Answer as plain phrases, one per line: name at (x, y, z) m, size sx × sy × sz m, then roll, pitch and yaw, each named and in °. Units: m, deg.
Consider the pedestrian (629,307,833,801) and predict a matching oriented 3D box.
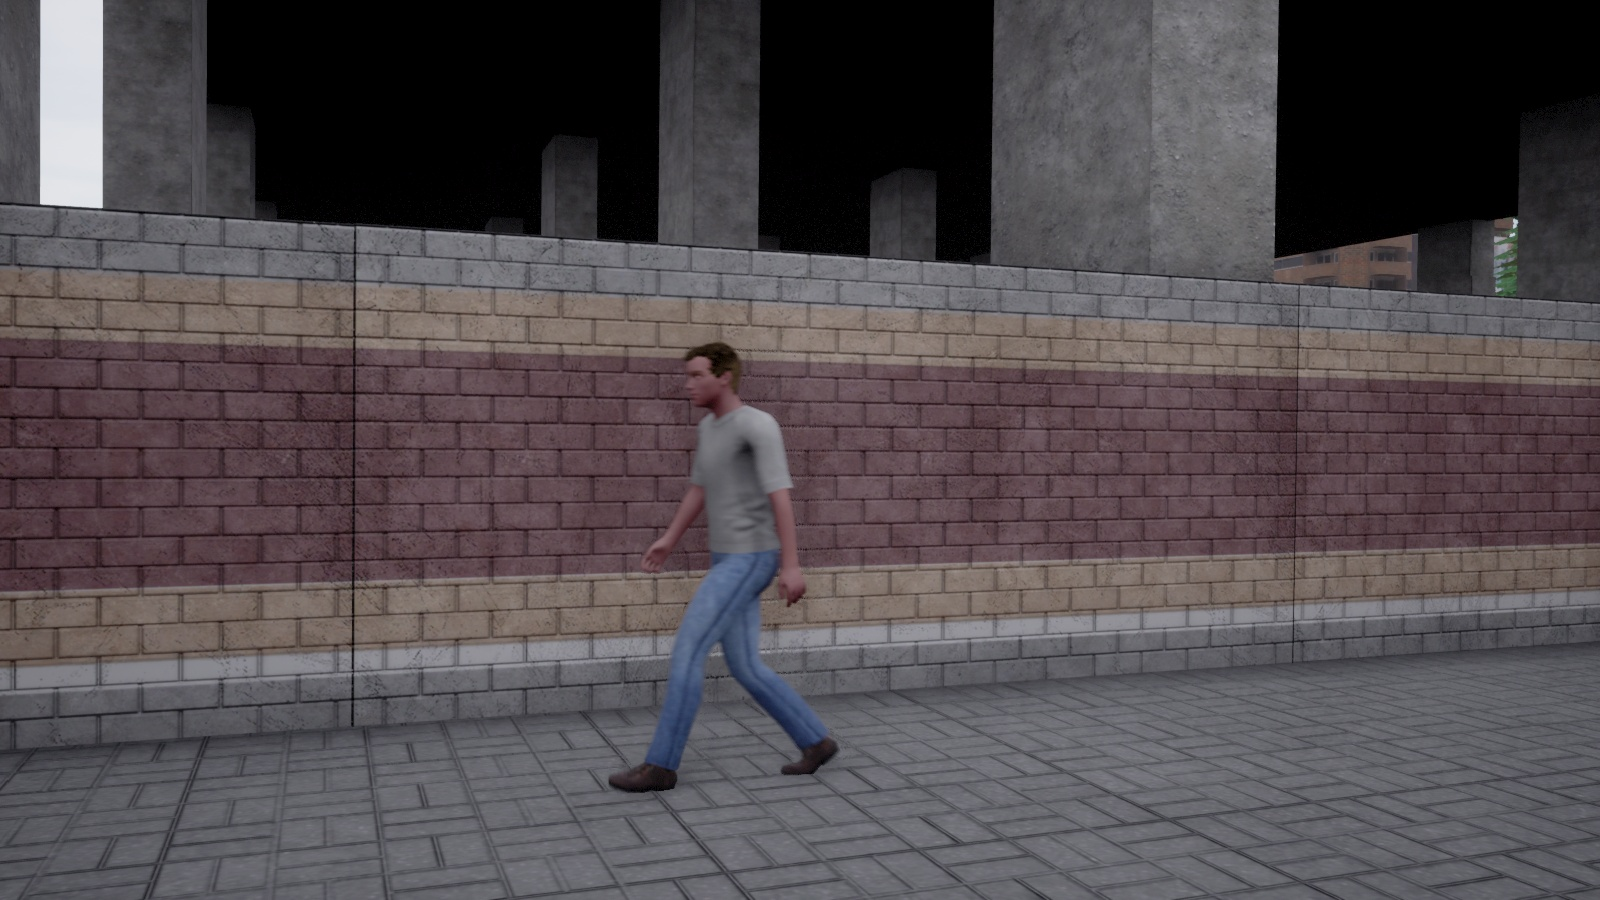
pedestrian at (-0.275, 0.381, 4.948) m, size 0.706 × 1.836 × 0.354 m, roll -1°, pitch 1°, yaw -21°
